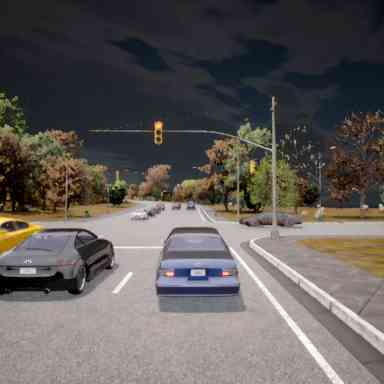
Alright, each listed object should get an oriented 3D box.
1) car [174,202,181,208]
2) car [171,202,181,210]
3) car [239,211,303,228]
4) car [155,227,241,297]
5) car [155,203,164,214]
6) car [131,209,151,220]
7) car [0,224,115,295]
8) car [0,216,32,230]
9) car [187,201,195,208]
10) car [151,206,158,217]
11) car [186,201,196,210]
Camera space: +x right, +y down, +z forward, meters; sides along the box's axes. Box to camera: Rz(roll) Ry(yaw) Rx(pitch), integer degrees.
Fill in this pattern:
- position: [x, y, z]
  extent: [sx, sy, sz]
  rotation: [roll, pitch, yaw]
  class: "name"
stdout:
- position: [-3.863, 3.414, 88.211]
  extent: [1.837, 1.490, 4.892]
  rotation: [0, 0, -4]
  class: "car"
- position: [-3.718, 3.473, 78.235]
  extent: [1.812, 1.442, 4.674]
  rotation: [0, 0, 0]
  class: "car"
- position: [6.897, 2.419, 29.301]
  extent: [5.357, 1.411, 2.033]
  rotation: [0, -3, -4]
  class: "car"
- position: [0.068, 1.645, 8.894]
  extent: [2.033, 1.411, 5.357]
  rotation: [0, -1, -1]
  class: "car"
- position: [-7.218, 3.525, 64.965]
  extent: [2.033, 1.411, 5.357]
  rotation: [0, 0, 0]
  class: "car"
- position: [-7.234, 3.138, 46.198]
  extent: [1.812, 1.442, 4.674]
  rotation: [0, -2, 0]
  class: "car"
- position: [-3.446, 1.664, 9.001]
  extent: [1.994, 1.385, 4.181]
  rotation: [0, -1, 0]
  class: "car"
- position: [-6.939, 1.630, 11.336]
  extent: [1.882, 1.535, 5.008]
  rotation: [0, -1, 2]
  class: "car"
- position: [-0.340, 3.229, 87.954]
  extent: [1.882, 1.535, 5.008]
  rotation: [0, 0, -4]
  class: "car"
- position: [-7.242, 3.461, 55.218]
  extent: [1.895, 1.301, 4.718]
  rotation: [0, -1, 0]
  class: "car"
- position: [-0.217, 3.298, 77.775]
  extent: [2.097, 1.767, 4.553]
  rotation: [0, 0, 0]
  class: "car"
